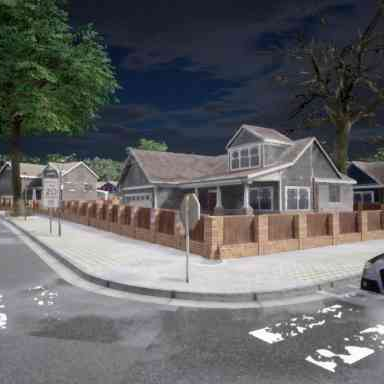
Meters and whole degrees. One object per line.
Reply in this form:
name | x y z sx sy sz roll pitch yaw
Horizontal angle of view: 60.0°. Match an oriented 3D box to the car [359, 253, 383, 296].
car | 5.728 1.630 7.610 4.181 1.385 1.994 0 -2 -34
